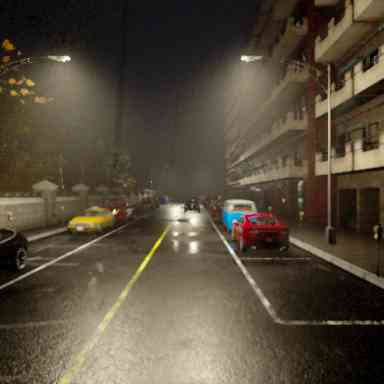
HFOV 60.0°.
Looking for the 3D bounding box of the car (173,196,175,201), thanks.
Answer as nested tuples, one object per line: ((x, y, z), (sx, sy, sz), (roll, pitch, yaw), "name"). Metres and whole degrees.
((-5.667, 1.697, 92.469), (1.752, 1.417, 4.829), (0, 0, 0), "car")

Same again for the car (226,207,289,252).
((2.696, 1.555, 13.814), (1.887, 1.381, 4.507), (0, 0, 0), "car")

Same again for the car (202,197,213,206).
((2.705, 1.623, 58.856), (1.887, 1.381, 4.507), (0, 0, 0), "car")

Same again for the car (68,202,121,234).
((-5.683, 1.541, 19.277), (1.752, 1.417, 4.829), (0, 0, 0), "car")

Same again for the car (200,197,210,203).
((2.708, 1.687, 70.116), (1.802, 1.307, 4.206), (0, 0, 0), "car")

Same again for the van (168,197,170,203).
((-5.673, 1.433, 64.487), (1.690, 1.788, 3.998), (0, 0, 0), "van")

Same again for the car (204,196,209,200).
((2.702, 1.591, 41.965), (1.887, 1.381, 4.507), (0, 0, 0), "car")

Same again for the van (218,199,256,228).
((2.698, 1.356, 19.445), (1.690, 1.788, 3.998), (0, 0, 0), "van")

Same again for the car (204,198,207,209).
((2.700, 1.588, 36.335), (2.008, 1.369, 4.403), (0, 0, 0), "car")

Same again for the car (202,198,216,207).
((2.704, 1.617, 53.226), (2.008, 1.369, 4.403), (0, 0, 0), "car")

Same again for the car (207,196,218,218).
((2.700, 1.469, 30.705), (1.967, 1.590, 4.097), (0, 0, 0), "car")

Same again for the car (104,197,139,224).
((-5.682, 1.337, 25.077), (2.192, 1.841, 5.009), (0, 0, 0), "car")

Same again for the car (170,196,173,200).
((-5.673, 1.657, 70.117), (2.008, 1.369, 4.403), (0, 0, 0), "car")

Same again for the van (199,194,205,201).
((2.713, 1.513, 92.637), (1.690, 1.788, 3.998), (0, 0, 0), "van")

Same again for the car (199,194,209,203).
((2.709, 1.436, 75.746), (2.192, 1.841, 5.009), (0, 0, 0), "car")

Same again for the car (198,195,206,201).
((2.711, 1.595, 87.006), (1.967, 1.590, 4.097), (0, 0, 0), "car")

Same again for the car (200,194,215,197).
((2.704, 1.371, 47.595), (2.192, 1.841, 5.009), (0, 0, 0), "car")

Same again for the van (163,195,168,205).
((-5.675, 1.420, 58.858), (1.690, 1.788, 3.998), (0, 0, 0), "van")

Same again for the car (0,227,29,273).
((-5.686, 1.572, 8.186), (1.947, 1.339, 4.313), (0, 0, 0), "car")

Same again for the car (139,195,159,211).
((-5.678, 1.487, 41.968), (1.967, 1.590, 4.097), (0, 0, 0), "car")

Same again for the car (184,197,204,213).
((0.008, 1.586, 36.900), (2.033, 1.411, 5.357), (0, 0, 0), "car")

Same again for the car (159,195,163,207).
((-5.677, 1.497, 47.597), (1.967, 1.590, 4.097), (0, 0, 0), "car")
